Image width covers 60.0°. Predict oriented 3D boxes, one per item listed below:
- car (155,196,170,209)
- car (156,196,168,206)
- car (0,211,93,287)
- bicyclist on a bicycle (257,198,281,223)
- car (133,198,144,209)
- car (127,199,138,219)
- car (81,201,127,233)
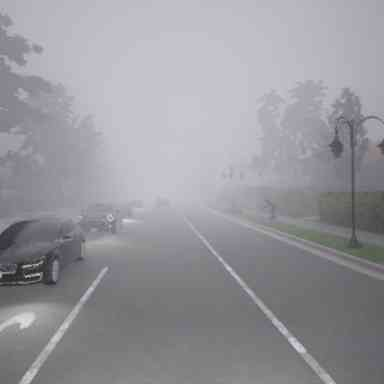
[{"bbox_3d":[-4.033,1.455,45.824,2.128,1.511,4.902,-1,0,-5],"label":"car"},{"bbox_3d":[-5.069,1.474,55.867,1.812,1.442,4.674,-1,0,-5],"label":"car"},{"bbox_3d":[-4.363,1.539,9.507,1.837,1.490,4.892,-1,0,-5],"label":"car"},{"bbox_3d":[5.026,1.203,21.701,1.656,1.620,0.582,-1,0,-5],"label":"bicyclist on a bicycle"},{"bbox_3d":[-7.696,1.572,45.970,1.994,1.385,4.181,-1,0,-5],"label":"car"},{"bbox_3d":[-6.206,1.584,29.358,1.994,1.385,4.181,-1,0,-5],"label":"car"},{"bbox_3d":[-5.290,1.379,19.439,2.097,1.767,4.553,-1,0,-5],"label":"car"}]
